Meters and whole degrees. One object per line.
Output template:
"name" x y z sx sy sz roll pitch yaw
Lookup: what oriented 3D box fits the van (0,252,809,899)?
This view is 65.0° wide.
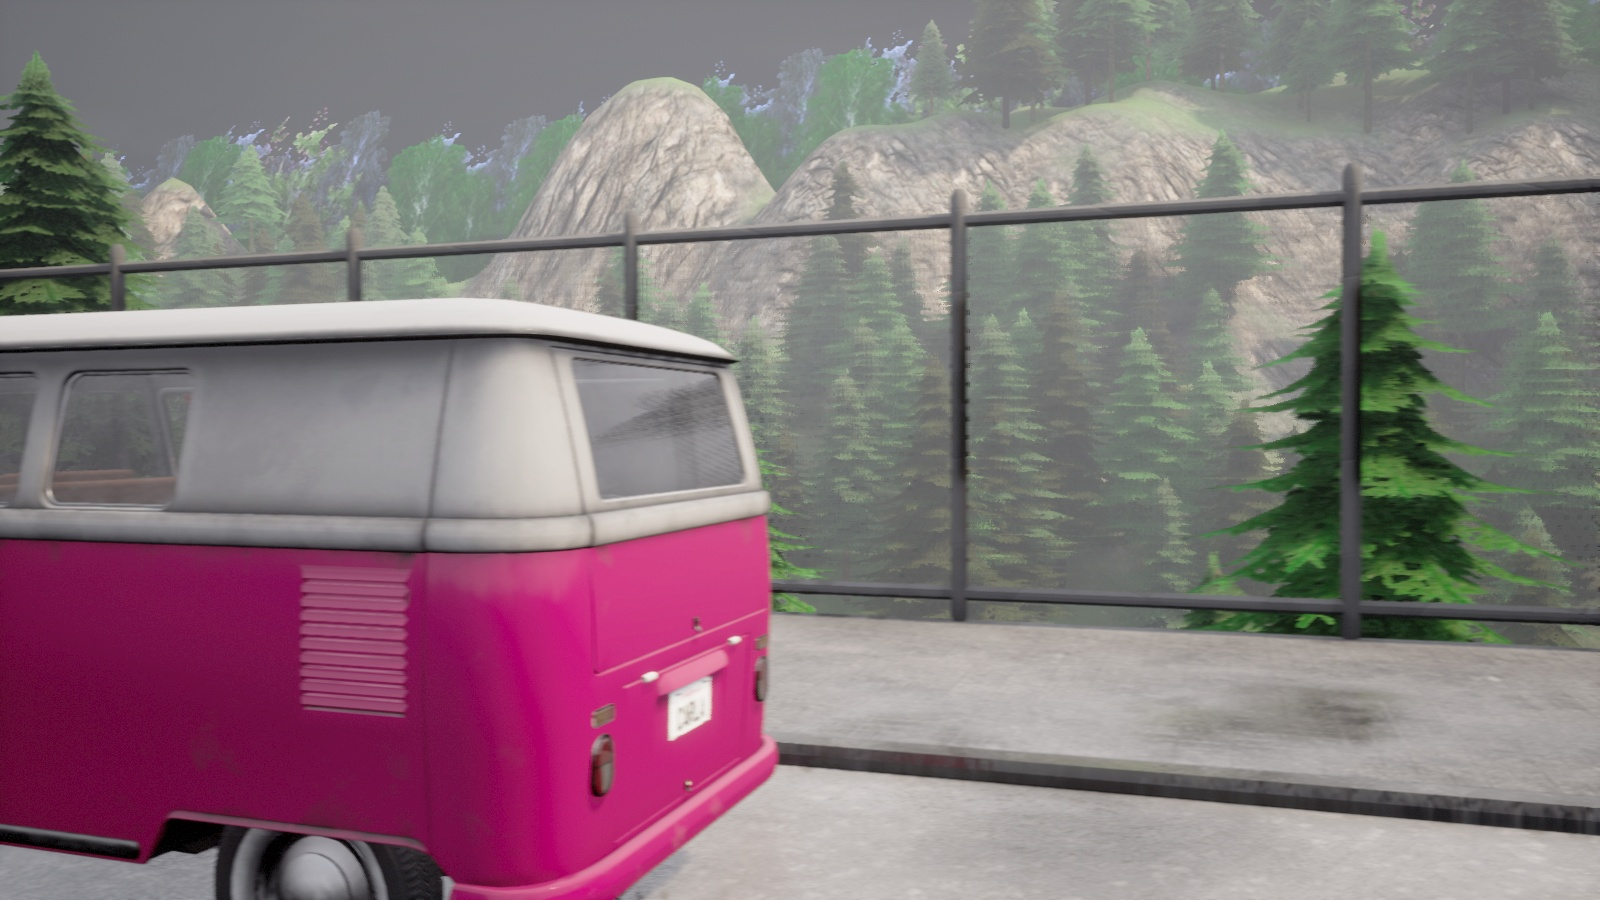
"van" -2.359 0.498 4.510 4.442 1.987 1.775 1 1 19
